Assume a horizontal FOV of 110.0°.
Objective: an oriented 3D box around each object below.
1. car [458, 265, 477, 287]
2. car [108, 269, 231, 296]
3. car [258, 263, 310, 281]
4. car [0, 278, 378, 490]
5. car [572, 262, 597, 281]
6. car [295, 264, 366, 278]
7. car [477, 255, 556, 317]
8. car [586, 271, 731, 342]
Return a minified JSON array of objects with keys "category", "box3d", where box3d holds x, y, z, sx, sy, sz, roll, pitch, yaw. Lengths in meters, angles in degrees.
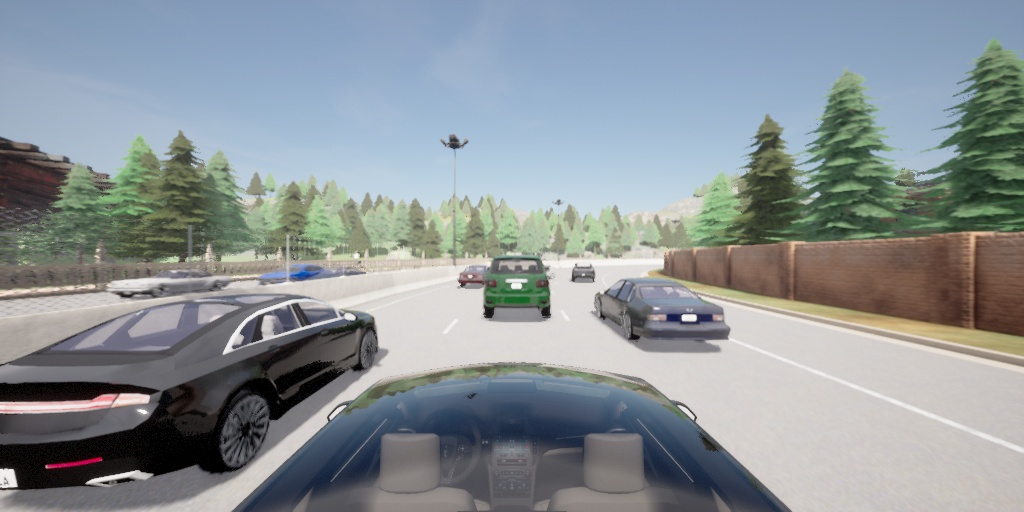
[{"category":"car","box3d":[-2.185,1.313,24.653,2.033,1.411,5.357,0,0,9]},{"category":"car","box3d":[-17.200,1.362,18.361,1.895,1.301,4.718,0,0,4]},{"category":"car","box3d":[-13.242,1.242,22.270,1.882,1.535,5.008,0,0,7]},{"category":"car","box3d":[-3.399,1.244,4.775,2.128,1.511,4.902,0,0,0]},{"category":"car","box3d":[6.025,1.260,29.963,2.128,1.511,4.902,0,0,13]},{"category":"car","box3d":[-9.906,1.326,20.616,1.994,1.385,4.181,0,0,7]},{"category":"car","box3d":[0.241,0.980,13.287,2.150,2.045,5.566,0,0,2]},{"category":"car","box3d":[3.635,1.303,9.784,2.033,1.411,5.357,0,0,1]}]
